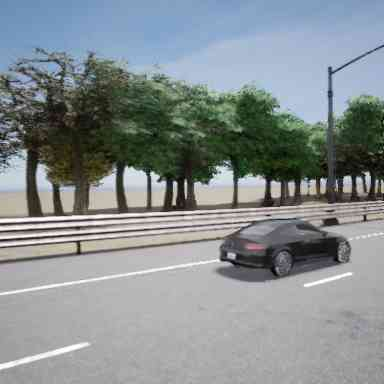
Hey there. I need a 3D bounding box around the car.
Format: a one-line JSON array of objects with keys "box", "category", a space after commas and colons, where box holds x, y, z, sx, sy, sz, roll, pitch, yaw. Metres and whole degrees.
[{"box": [2.917, 1.519, 10.129, 4.674, 1.442, 1.812, 0, 0, -35], "category": "car"}]
